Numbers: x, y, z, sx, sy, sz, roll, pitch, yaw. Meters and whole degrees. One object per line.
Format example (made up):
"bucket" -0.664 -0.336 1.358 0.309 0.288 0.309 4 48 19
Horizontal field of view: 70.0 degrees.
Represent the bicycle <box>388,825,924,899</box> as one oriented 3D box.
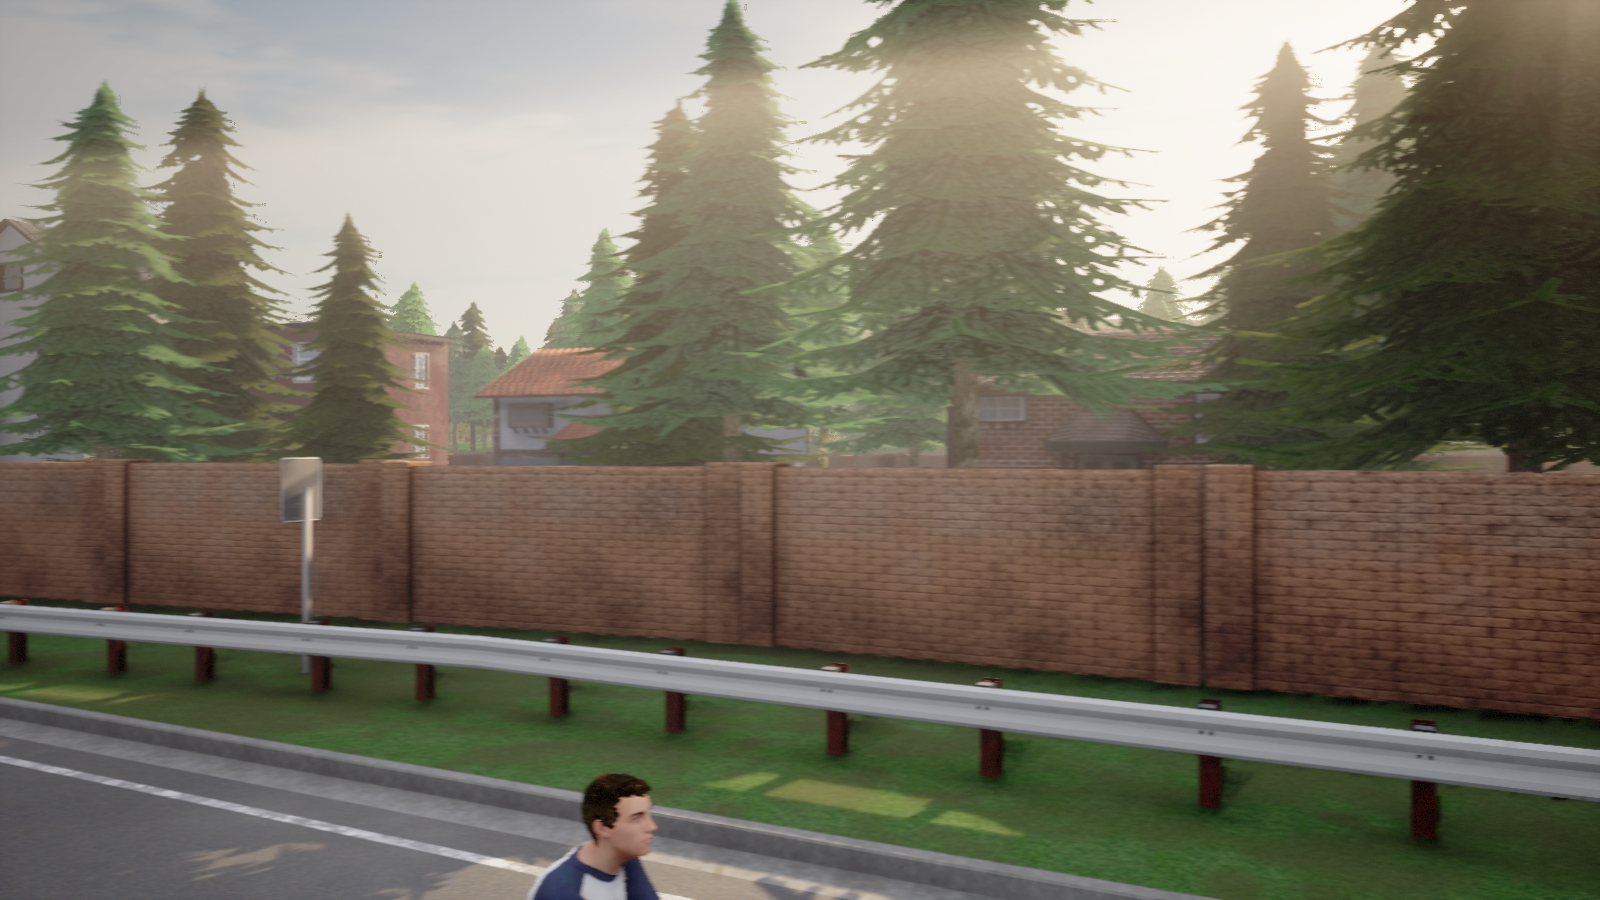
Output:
"bicycle" -0.474 2.056 3.506 1.643 1.496 0.373 1 0 20
